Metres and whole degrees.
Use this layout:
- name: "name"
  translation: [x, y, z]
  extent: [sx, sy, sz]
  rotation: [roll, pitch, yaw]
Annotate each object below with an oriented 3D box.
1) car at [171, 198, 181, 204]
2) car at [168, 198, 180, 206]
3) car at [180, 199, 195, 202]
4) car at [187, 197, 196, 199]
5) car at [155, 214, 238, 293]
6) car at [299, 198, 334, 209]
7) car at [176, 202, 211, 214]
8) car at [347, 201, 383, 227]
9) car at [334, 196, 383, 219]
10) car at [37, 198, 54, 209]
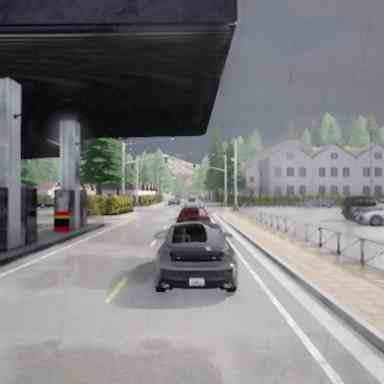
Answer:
- name: "car"
  translation: [-3.577, 2.046, 75.183]
  extent: [1.895, 1.301, 4.718]
  rotation: [0, 0, 0]
- name: "car"
  translation: [-3.567, 1.955, 65.188]
  extent: [1.994, 1.385, 4.181]
  rotation: [0, 0, 0]
- name: "car"
  translation: [0.066, 1.689, 30.377]
  extent: [1.837, 1.490, 4.892]
  rotation: [0, 0, 0]
- name: "car"
  translation: [-0.088, 2.013, 85.645]
  extent: [1.837, 1.490, 4.892]
  rotation: [0, 0, 0]
- name: "car"
  translation: [0.090, 1.558, 8.997]
  extent: [1.837, 1.490, 4.892]
  rotation: [0, -1, 0]
- name: "car"
  translation: [17.912, 1.586, 47.680]
  extent: [4.902, 1.511, 2.128]
  rotation: [0, 0, 0]
- name: "car"
  translation: [0.081, 1.591, 18.876]
  extent: [1.882, 1.535, 5.008]
  rotation: [0, 0, 0]
- name: "car"
  translation: [12.662, 1.492, 21.705]
  extent: [3.806, 1.475, 1.970]
  rotation: [0, 0, -1]
- name: "car"
  translation: [13.250, 1.227, 25.036]
  extent: [3.866, 1.878, 1.905]
  rotation: [0, 0, -1]
- name: "car"
  translation: [-19.504, 1.602, 47.517]
  extent: [4.902, 1.511, 2.128]
  rotation: [1, 0, 0]
